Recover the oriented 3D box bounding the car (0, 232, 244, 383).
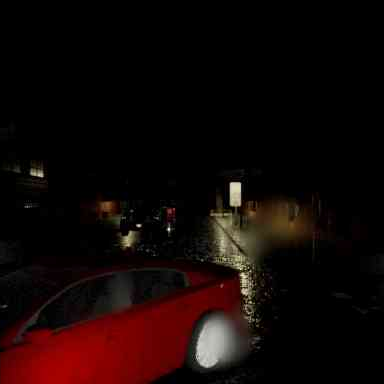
[{"bbox_3d":[-1.441,1.511,3.863,5.008,1.535,1.882,0,-2,-45],"label":"car"}]

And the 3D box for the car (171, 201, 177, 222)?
[{"bbox_3d":[-2.695,1.659,29.862,2.097,1.767,4.553,0,-1,0],"label":"car"}]

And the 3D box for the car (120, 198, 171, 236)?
[{"bbox_3d":[-2.717,1.403,19.879,2.150,2.045,5.566,0,-1,0],"label":"car"}]

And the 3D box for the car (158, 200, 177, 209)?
[{"bbox_3d":[-4.594,2.338,61.708,1.882,1.535,5.008,1,-2,-26],"label":"car"}]

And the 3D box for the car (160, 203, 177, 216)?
[{"bbox_3d":[-2.752,2.058,39.900,1.895,1.301,4.718,0,-1,-1],"label":"car"}]
